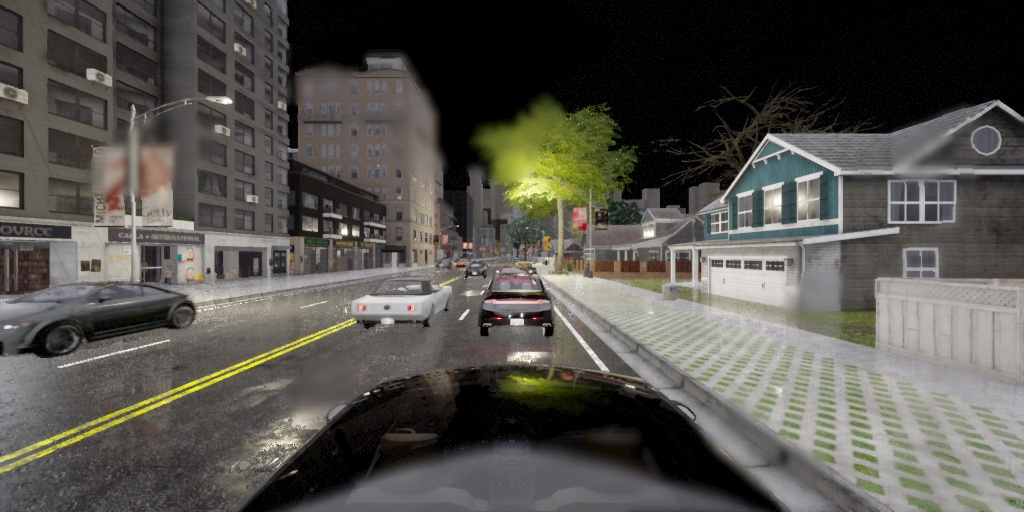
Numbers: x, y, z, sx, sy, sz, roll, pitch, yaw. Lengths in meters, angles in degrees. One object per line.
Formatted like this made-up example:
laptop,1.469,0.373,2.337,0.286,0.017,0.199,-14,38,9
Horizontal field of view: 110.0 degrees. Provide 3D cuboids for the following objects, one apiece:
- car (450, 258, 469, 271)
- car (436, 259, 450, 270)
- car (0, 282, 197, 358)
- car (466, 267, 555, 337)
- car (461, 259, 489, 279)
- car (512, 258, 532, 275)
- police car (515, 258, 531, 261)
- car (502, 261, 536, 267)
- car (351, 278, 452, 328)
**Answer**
car,-6.553,1.056,47.748,2.097,1.767,4.553,0,0,0
car,-9.793,1.189,52.140,2.128,1.511,4.902,0,0,1
car,-9.842,1.312,8.320,1.994,1.385,4.181,0,0,0
car,0.111,1.239,10.330,2.128,1.511,4.902,0,0,0
car,-3.114,1.251,32.335,1.812,1.442,4.674,0,0,0
car,1.012,1.067,39.423,2.097,1.767,4.553,0,0,0
police car,1.003,1.155,29.563,1.930,1.638,5.238,0,0,0
car,0.119,1.218,19.834,1.882,1.535,5.008,0,0,0
car,-3.139,1.348,11.301,1.895,1.301,4.718,0,0,0
